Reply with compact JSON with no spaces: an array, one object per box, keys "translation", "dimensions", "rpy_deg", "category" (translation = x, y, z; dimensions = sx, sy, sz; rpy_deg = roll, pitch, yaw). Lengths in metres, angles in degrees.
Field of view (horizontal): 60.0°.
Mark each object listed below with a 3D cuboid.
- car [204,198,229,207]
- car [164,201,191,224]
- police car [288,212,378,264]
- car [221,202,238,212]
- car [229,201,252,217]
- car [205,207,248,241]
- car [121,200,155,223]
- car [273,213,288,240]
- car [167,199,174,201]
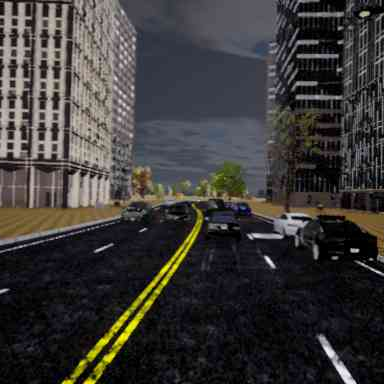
[{"translation":[2.651,1.729,38.425],"dimensions":[2.150,2.045,5.566],"rpy_deg":[2,-1,1],"category":"car"},{"translation":[-1.164,1.786,27.863],"dimensions":[1.837,1.490,4.892],"rpy_deg":[2,-1,3],"category":"car"},{"translation":[5.501,1.726,13.367],"dimensions":[1.930,1.638,5.238],"rpy_deg":[2,-1,5],"category":"police car"},{"translation":[5.911,2.316,53.039],"dimensions":[2.033,1.411,5.357],"rpy_deg":[2,-1,-1],"category":"car"},{"translation":[5.924,1.973,40.471],"dimensions":[2.097,1.767,4.553],"rpy_deg":[2,-1,1],"category":"car"},{"translation":[1.733,1.804,18.603],"dimensions":[2.033,1.411,5.357],"rpy_deg":[2,-1,4],"category":"car"},{"translation":[-4.425,1.543,27.732],"dimensions":[2.097,1.767,4.553],"rpy_deg":[2,-1,3],"category":"car"},{"translation":[5.963,1.906,19.333],"dimensions":[1.812,1.442,4.674],"rpy_deg":[2,-1,4],"category":"car"},{"translation":[-4.468,2.198,68.593],"dimensions":[1.812,1.442,4.674],"rpy_deg":[2,-1,-2],"category":"car"}]
